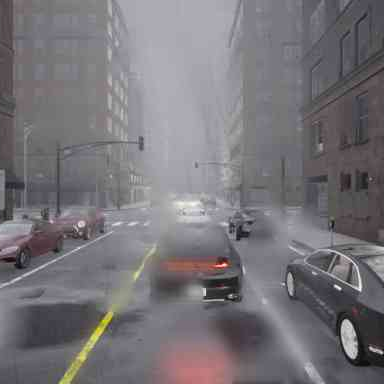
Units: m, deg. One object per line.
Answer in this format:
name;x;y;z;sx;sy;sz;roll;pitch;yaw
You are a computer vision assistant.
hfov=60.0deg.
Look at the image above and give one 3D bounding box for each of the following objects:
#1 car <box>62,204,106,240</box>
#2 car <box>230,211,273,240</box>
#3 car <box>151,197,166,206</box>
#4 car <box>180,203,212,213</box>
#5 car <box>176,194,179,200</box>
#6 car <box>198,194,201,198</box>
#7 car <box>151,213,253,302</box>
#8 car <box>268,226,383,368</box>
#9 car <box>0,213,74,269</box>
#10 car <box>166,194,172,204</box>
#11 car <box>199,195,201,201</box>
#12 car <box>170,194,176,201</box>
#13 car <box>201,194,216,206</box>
car;-5.672;1.441;16.588;1.967;1.590;4.097;0;0;0
car;2.854;1.566;16.588;1.947;1.339;4.313;0;0;0
car;-5.639;1.618;53.691;1.802;1.307;4.206;0;0;0
car;0.081;1.526;17.401;1.812;1.442;4.674;0;0;-1
car;-5.575;1.457;91.551;2.192;1.841;5.009;0;0;0
car;2.923;1.524;75.314;1.967;1.590;4.097;0;0;0
car;0.097;1.505;8.253;1.837;1.490;4.892;0;0;0
car;2.855;1.551;5.586;2.008;1.369;4.403;0;0;0
car;-5.671;1.582;11.087;1.802;1.307;4.206;0;0;0
car;-5.620;1.607;64.508;2.008;1.369;4.403;0;0;0
car;2.905;1.606;64.496;2.008;1.369;4.403;0;0;0
car;-5.593;1.626;80.563;1.752;1.417;4.829;0;0;0
car;2.885;1.476;53.679;1.967;1.590;4.097;0;0;0
